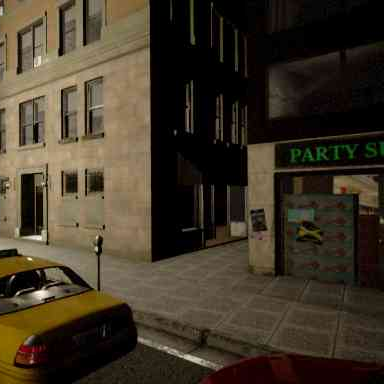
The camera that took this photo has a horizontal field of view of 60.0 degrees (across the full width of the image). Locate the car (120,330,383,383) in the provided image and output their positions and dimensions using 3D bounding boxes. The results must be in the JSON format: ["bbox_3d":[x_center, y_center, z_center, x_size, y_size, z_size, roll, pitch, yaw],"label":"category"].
[{"bbox_3d":[1.799,1.582,1.571,4.206,1.307,1.802,0,-1,36],"label":"car"}]

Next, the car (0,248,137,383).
[{"bbox_3d":[-2.955,1.526,4.970,4.829,1.417,1.752,0,-1,36],"label":"car"}]
